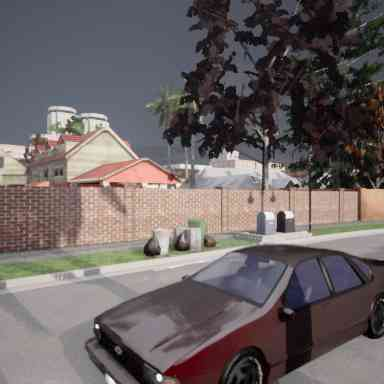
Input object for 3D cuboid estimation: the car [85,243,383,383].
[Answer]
[{"bbox_3d":[1.293,1.548,4.997,5.357,1.411,2.033,0,0,-37],"label":"car"}]
